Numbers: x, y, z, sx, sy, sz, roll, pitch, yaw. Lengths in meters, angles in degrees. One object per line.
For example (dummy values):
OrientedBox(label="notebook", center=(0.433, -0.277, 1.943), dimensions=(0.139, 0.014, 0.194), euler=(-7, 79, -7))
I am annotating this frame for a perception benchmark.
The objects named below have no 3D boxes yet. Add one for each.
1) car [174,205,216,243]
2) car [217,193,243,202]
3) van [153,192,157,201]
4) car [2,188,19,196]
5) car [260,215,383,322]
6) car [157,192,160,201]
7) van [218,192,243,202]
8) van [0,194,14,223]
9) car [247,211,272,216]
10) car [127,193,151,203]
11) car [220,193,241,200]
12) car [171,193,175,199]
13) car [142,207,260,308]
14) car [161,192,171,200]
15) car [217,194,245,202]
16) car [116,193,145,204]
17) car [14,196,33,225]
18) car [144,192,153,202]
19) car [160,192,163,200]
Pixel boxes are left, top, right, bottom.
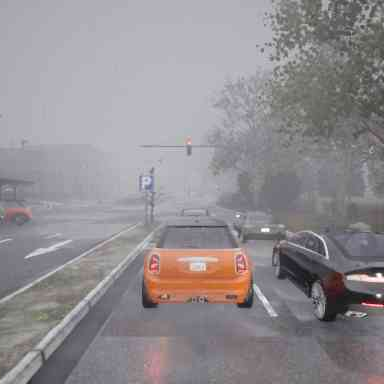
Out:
OrientedBox(label="car", center=(0.154, 1.531, 17.179), dimensions=(1.837, 1.490, 4.892), euler=(0, 0, 1))
OrientedBox(label="car", center=(7.603, 1.140, 66.580), dimensions=(4.553, 1.767, 2.185), euler=(1, 0, -14))
OrientedBox(label="van", center=(-10.308, 1.091, 69.983), dimensions=(4.442, 1.987, 1.878), euler=(-1, 0, -14))
OrientedBox(label="car", center=(-28.215, 0.136, 51.850), dimensions=(2.002, 1.452, 4.674), euler=(6, -3, -19))
OrientedBox(label="car", center=(3.102, 1.501, 7.217), dimensions=(2.128, 1.511, 4.902), euler=(0, 0, 0))
OrientedBox(label="car", center=(-10.083, 1.320, 72.954), dimensions=(4.892, 1.521, 2.231), euler=(-1, 0, -14))
OrientedBox(label="van", center=(7.222, 1.041, 63.610), dimensions=(4.442, 1.987, 1.878), euler=(1, 0, -14))
OrientedBox(label="van", center=(-13.622, 1.296, 20.211), dimensions=(4.442, 1.987, 1.878), euler=(-1, 0, -20))
OrientedBox(label="car", center=(3.144, 1.587, 16.129), dimensions=(1.994, 1.385, 4.181), euler=(0, 0, 1))
OrientedBox(label="car", center=(-10.770, 1.194, 66.942), dimensions=(4.553, 1.767, 2.185), euler=(-1, 0, -14))
OrientedBox(label="car", center=(9.380, 1.127, 81.281), dimensions=(4.553, 1.767, 2.185), euler=(1, 0, -12))
OrientedBox(label="car", center=(-8.087, 1.063, 87.941), dimensions=(5.566, 2.045, 2.435), euler=(-1, 0, -12))
OrientedBox(label="car", center=(0.104, 1.363, 8.094), dimensions=(2.097, 1.767, 4.553), euler=(0, 0, 0))
OrientedBox(label="car", center=(-8.534, 1.356, 84.935), dimensions=(4.674, 1.452, 2.002), euler=(-1, 0, -12))
OrientedBox(label="car", center=(8.136, 1.262, 69.574), dimensions=(5.366, 1.575, 1.946), euler=(1, 0, -13))
OrientedBox(label="car", center=(-11.503, 1.357, 60.997), dimensions=(4.792, 1.488, 2.163), euler=(-1, 0, -15))
OrientedBox(label="car", center=(-13.650, 1.402, 23.189), dimensions=(4.553, 1.767, 2.185), euler=(-1, 0, -19))
OrientedBox(label="car", center=(-10.861, 1.314, 63.990), dimensions=(5.366, 1.575, 1.946), euler=(-1, 0, -15))
OrientedBox(label="car", center=(-9.713, 1.358, 75.950), dimensions=(4.674, 1.452, 2.002), euler=(-1, 0, -13))
